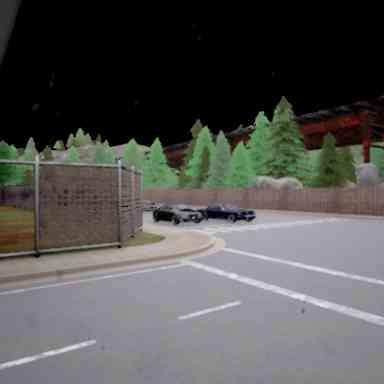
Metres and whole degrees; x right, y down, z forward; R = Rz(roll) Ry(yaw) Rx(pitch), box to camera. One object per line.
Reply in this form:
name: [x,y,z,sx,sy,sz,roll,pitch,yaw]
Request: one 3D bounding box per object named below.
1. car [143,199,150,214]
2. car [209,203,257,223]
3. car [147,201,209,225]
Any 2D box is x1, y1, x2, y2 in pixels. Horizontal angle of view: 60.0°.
car: [-4.988,1.485,34.871,1.994,1.385,4.181,0,0,-36]
car: [2.514,1.522,24.512,1.895,1.301,4.718,0,0,-36]
car: [-1.074,1.502,23.502,1.994,1.385,4.181,0,0,-36]
